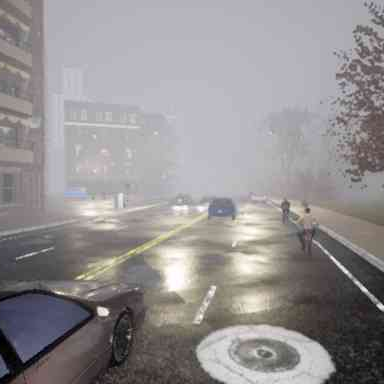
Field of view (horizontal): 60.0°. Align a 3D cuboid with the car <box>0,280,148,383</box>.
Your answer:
[{"bbox_3d":[-2.090,1.507,2.791,2.033,1.411,5.357,0,1,12],"label":"car"}]

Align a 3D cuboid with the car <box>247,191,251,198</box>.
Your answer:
[{"bbox_3d":[12.327,0.536,68.842,1.812,1.442,4.674,0,1,7],"label":"car"}]

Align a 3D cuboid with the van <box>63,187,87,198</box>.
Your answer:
[{"bbox_3d":[-20.326,0.096,58.008,3.998,1.788,1.690,1,0,-20],"label":"van"}]

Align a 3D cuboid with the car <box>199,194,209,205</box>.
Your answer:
[{"bbox_3d":[2.131,0.991,43.272,1.895,1.301,4.718,0,1,10],"label":"car"}]

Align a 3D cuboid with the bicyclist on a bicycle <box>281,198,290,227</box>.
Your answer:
[{"bbox_3d":[5.432,1.179,19.279,0.582,1.620,1.656,0,1,11],"label":"bicyclist on a bicycle"}]

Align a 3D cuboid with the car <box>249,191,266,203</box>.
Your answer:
[{"bbox_3d":[9.527,0.918,47.829,1.895,1.301,4.718,0,1,9],"label":"car"}]

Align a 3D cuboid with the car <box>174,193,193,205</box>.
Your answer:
[{"bbox_3d":[-1.115,0.883,43.485,2.128,1.511,4.902,0,1,9],"label":"car"}]

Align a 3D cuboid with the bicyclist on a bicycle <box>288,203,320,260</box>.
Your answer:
[{"bbox_3d":[3.706,1.283,10.741,0.866,1.612,1.509,0,1,12],"label":"bicyclist on a bicycle"}]

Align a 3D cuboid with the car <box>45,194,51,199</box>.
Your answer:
[{"bbox_3d":[-22.771,0.455,48.152,4.206,1.307,1.802,1,0,-20],"label":"car"}]

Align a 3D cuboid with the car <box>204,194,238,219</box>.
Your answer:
[{"bbox_3d":[2.384,1.127,24.930,1.882,1.535,5.008,0,1,11],"label":"car"}]
